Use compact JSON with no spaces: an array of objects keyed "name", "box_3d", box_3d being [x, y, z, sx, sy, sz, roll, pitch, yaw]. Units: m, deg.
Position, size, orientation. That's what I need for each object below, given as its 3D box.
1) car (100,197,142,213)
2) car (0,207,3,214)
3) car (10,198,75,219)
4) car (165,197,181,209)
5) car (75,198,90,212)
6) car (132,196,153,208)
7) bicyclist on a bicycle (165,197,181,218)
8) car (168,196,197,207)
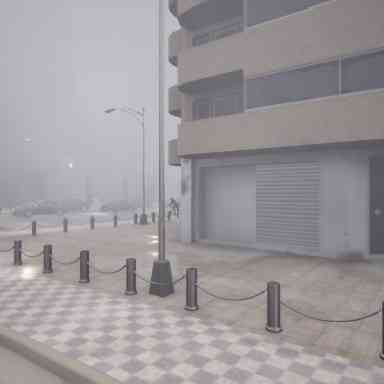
[{"name":"car","box_3d":[-7.972,1.508,36.262,1.994,1.385,4.181,0,0,36]},{"name":"car","box_3d":[-18.580,1.545,27.608,1.895,1.301,4.718,0,0,36]},{"name":"car","box_3d":[-13.203,1.436,29.043,2.128,1.511,4.902,0,0,36]},{"name":"car","box_3d":[-2.118,1.508,44.334,1.994,1.385,4.181,0,0,36]},{"name":"car","box_3d":[-13.100,1.449,35.149,1.837,1.490,4.892,0,0,36]},{"name":"car","box_3d":[-7.236,1.296,43.234,2.097,1.767,4.553,0,0,36]},{"name":"bicyclist on a bicycle","box_3d":[-1.503,1.246,26.473,1.656,1.620,0.582,0,0,36]},{"name":"car","box_3d":[-1.382,1.449,51.286,1.837,1.490,4.892,0,0,36]}]
